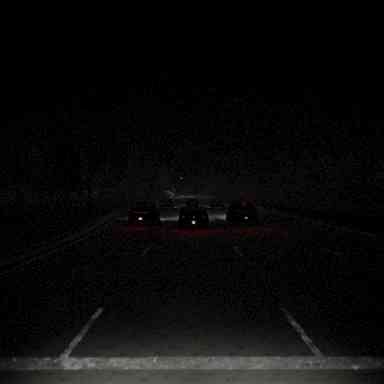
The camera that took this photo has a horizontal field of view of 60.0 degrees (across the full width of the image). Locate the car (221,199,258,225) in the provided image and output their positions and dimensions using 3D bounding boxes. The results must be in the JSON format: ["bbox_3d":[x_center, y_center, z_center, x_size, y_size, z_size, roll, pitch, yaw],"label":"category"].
[{"bbox_3d":[3.601,1.499,24.441,2.128,1.511,4.902,0,0,0],"label":"car"}]

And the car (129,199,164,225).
[{"bbox_3d":[-3.399,1.512,24.393,1.837,1.490,4.892,0,0,0],"label":"car"}]

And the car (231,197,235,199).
[{"bbox_3d":[7.003,1.494,52.804,1.882,1.535,5.008,0,0,0],"label":"car"}]

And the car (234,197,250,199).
[{"bbox_3d":[7.003,1.539,42.801,1.812,1.442,4.674,0,0,0],"label":"car"}]

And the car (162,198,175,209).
[{"bbox_3d":[-3.466,1.561,45.472,2.033,1.411,5.357,0,0,1],"label":"car"}]

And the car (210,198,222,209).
[{"bbox_3d":[3.536,1.562,45.668,2.033,1.411,5.357,0,0,1],"label":"car"}]

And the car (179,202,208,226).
[{"bbox_3d":[0.101,1.608,23.132,1.895,1.301,4.718,0,0,0],"label":"car"}]

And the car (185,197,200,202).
[{"bbox_3d":[0.047,1.506,47.012,2.128,1.511,4.902,0,0,0],"label":"car"}]
